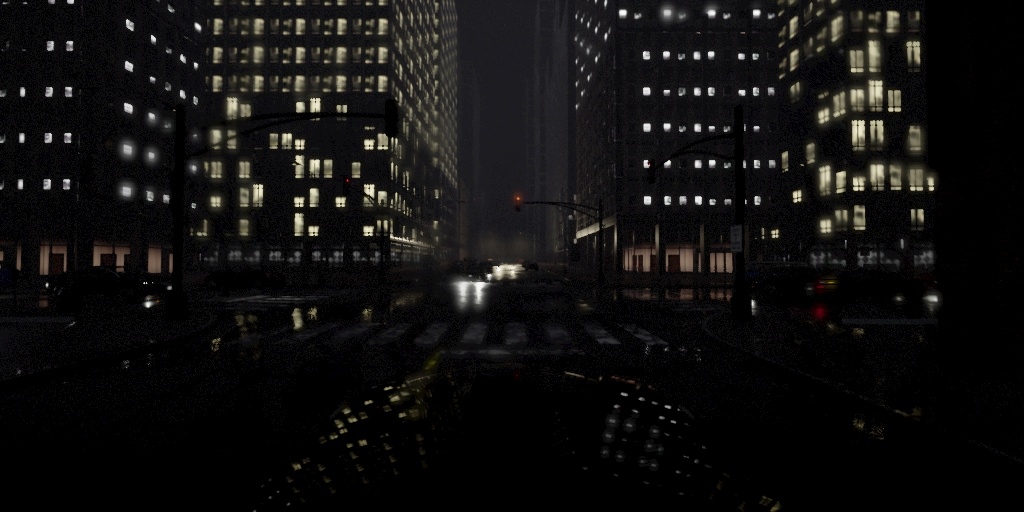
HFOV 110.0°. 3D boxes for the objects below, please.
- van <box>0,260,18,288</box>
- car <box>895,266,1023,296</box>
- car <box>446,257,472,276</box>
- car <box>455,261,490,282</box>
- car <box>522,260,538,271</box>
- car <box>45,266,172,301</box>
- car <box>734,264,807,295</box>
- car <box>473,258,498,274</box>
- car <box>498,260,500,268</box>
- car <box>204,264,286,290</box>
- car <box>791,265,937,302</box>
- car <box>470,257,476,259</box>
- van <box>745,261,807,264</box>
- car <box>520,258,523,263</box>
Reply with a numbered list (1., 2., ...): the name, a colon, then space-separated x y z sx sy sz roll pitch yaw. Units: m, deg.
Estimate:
1. van: -33.444 1.132 22.195 3.998 1.789 1.690 0 0 0
2. car: 24.348 1.313 19.503 5.008 1.535 1.882 0 -1 0
3. car: -5.701 1.203 37.602 1.967 1.591 4.097 0 0 0
4. car: -3.106 1.323 28.968 1.994 1.385 4.181 0 0 0
5. car: 2.677 1.349 48.817 1.802 1.307 4.207 0 0 0
6. car: -18.092 1.191 16.391 4.902 1.511 2.128 0 -1 0
7. car: 14.868 1.321 19.526 4.892 1.490 1.837 0 -1 0
8. car: -3.108 1.312 41.584 2.033 1.411 5.357 0 0 0
9. car: -3.072 1.374 62.879 1.895 1.301 4.718 0 0 1
10. car: -16.499 1.255 22.163 4.097 1.591 1.967 0 0 0
11. car: 15.864 1.281 16.324 4.674 1.442 1.812 0 -1 0
12. car: -5.704 1.082 48.753 2.192 1.841 5.009 0 0 0
13. van: 15.975 1.210 22.098 3.998 1.789 1.690 0 0 0
14. car: 2.674 1.297 60.143 1.751 1.417 4.829 0 0 0
